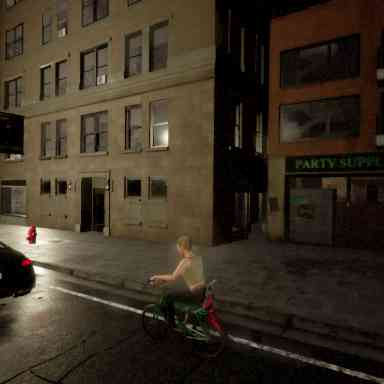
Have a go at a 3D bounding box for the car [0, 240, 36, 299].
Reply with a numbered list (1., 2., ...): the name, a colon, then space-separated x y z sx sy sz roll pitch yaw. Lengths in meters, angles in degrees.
1. car: -5.332 1.563 7.389 4.181 1.385 1.994 0 0 36

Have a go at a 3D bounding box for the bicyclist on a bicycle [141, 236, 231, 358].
1. bicyclist on a bicycle: -0.176 1.436 4.779 1.509 1.612 0.866 0 0 35
